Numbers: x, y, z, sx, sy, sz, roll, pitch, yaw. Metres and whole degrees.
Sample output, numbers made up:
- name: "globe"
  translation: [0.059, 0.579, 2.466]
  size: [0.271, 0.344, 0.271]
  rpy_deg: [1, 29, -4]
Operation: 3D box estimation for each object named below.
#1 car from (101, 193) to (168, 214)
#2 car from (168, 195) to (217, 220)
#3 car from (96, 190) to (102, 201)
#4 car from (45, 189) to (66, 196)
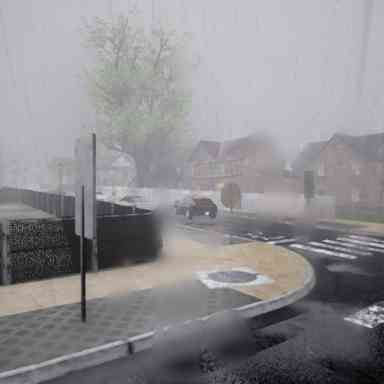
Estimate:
- name: "car"
  translation: [-3.712, 0.933, 23.699]
  size: [4.718, 1.301, 1.895]
  rpy_deg: [1, 0, 0]
- name: "car"
  translation: [0.089, 0.991, 22.763]
  size: [1.837, 1.490, 4.892]
  rpy_deg: [1, 1, -20]
- name: "car"
  translation: [-9.824, 0.568, 33.279]
  size: [1.812, 1.442, 4.674]
  rpy_deg: [0, 2, -35]
- name: "car"
  translation: [-19.089, 0.201, 46.642]
  size: [1.895, 1.301, 4.718]
  rpy_deg: [0, 2, -35]
